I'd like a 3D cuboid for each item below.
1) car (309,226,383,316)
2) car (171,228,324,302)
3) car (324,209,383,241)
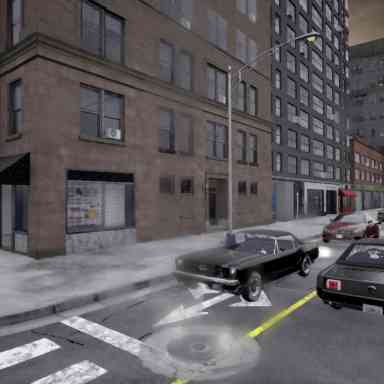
[{"bbox_3d":[4.385,1.677,7.218,1.895,1.301,4.718,-1,-1,39],"label":"car"},{"bbox_3d":[1.645,1.717,8.812,1.895,1.301,4.718,-1,-1,40],"label":"car"},{"bbox_3d":[8.067,1.741,16.676,1.812,1.442,4.674,-1,-1,39],"label":"car"}]
